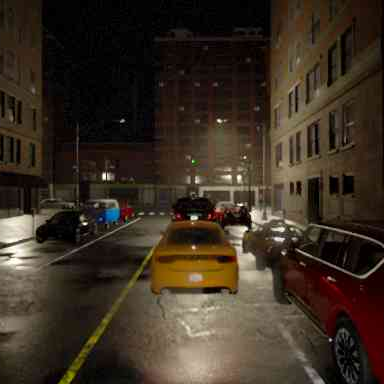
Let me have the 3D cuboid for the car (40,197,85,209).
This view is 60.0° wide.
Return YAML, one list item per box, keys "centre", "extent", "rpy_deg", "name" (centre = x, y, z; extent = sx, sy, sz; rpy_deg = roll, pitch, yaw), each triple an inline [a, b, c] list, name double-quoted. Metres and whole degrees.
- centre: [-16.734, 1.430, 43.141]
  extent: [4.902, 1.511, 2.128]
  rpy_deg: [0, -1, 0]
  name: "car"

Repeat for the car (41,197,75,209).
- centre: [-16.536, 1.503, 39.878]
  extent: [4.718, 1.301, 1.895]
  rpy_deg: [0, -1, 1]
  name: "car"

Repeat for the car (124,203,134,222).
- centre: [-5.869, 1.589, 26.998]
  extent: [1.887, 1.381, 4.507]
  rpy_deg: [1, 0, 0]
  name: "car"

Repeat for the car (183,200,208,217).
- centre: [0.443, 1.609, 33.147]
  extent: [1.994, 1.385, 4.181]
  rpy_deg: [0, 0, 7]
  name: "car"

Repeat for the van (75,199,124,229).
- centre: [-5.863, 1.375, 21.516]
  extent: [1.690, 1.788, 3.998]
  rpy_deg: [1, 0, 0]
  name: "van"

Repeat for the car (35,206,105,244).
- centre: [-5.861, 1.590, 16.033]
  extent: [1.947, 1.339, 4.313]
  rpy_deg: [1, 0, 0]
  name: "car"

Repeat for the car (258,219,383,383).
- centre: [2.674, 1.321, 5.072]
  extent: [2.192, 1.841, 5.009]
  rpy_deg: [1, 0, 0]
  name: "car"

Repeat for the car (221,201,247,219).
- centre: [2.661, 1.474, 21.520]
  extent: [1.967, 1.590, 4.097]
  rpy_deg: [1, 0, 0]
  name: "car"

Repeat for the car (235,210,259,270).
- centre: [2.668, 1.540, 10.725]
  extent: [1.752, 1.417, 4.829]
  rpy_deg: [1, 0, 0]
  name: "car"

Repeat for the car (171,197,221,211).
- centre: [0.090, 1.250, 17.541]
  extent: [2.150, 2.045, 5.566]
  rpy_deg: [0, 0, 0]
  name: "car"

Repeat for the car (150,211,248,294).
- centre: [0.039, 1.489, 8.837]
  extent: [1.882, 1.535, 5.008]
  rpy_deg: [0, 0, -1]
  name: "car"

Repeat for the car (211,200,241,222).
- centre: [2.658, 1.485, 27.003]
  extent: [1.967, 1.590, 4.097]
  rpy_deg: [1, 0, 0]
  name: "car"
